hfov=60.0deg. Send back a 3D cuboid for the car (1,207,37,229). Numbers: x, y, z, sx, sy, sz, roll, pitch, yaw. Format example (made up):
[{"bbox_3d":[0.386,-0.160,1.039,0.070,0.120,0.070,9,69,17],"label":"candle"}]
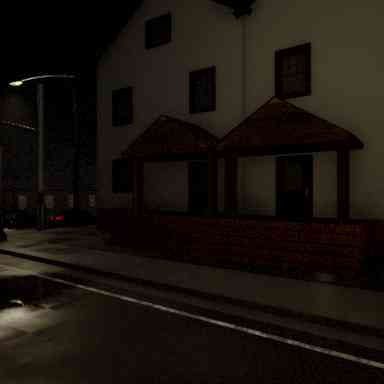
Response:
[{"bbox_3d":[-14.216,2.399,30.134,2.150,2.045,5.566,0,-9,36],"label":"car"}]

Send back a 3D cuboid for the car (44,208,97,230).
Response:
[{"bbox_3d":[-10.045,2.680,29.561,2.150,2.045,5.566,0,-9,36],"label":"car"}]
